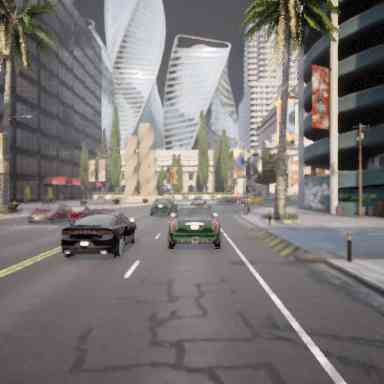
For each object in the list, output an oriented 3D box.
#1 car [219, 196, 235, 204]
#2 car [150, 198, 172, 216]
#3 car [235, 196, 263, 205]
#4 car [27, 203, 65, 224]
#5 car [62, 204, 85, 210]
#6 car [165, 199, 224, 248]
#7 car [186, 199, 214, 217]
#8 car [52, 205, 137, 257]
[{"bbox_3d":[6.207,1.526,61.601,4.902,1.511,2.128,0,0,-39],"label":"car"},{"bbox_3d":[-2.614,1.370,33.078,2.097,1.767,4.553,0,0,8],"label":"car"},{"bbox_3d":[10.734,1.510,60.682,5.008,1.535,1.882,0,0,-35],"label":"car"},{"bbox_3d":[-10.412,1.540,24.895,1.812,1.442,4.674,0,0,2],"label":"car"},{"bbox_3d":[-7.020,1.614,23.252,1.895,1.301,4.718,0,0,1],"label":"car"},{"bbox_3d":[0.105,1.360,14.852,2.097,1.767,4.553,0,0,0],"label":"car"},{"bbox_3d":[0.929,1.510,33.257,2.128,1.511,4.902,0,0,9],"label":"car"},{"bbox_3d":[-3.395,1.485,12.981,1.882,1.535,5.008,0,0,0],"label":"car"}]
